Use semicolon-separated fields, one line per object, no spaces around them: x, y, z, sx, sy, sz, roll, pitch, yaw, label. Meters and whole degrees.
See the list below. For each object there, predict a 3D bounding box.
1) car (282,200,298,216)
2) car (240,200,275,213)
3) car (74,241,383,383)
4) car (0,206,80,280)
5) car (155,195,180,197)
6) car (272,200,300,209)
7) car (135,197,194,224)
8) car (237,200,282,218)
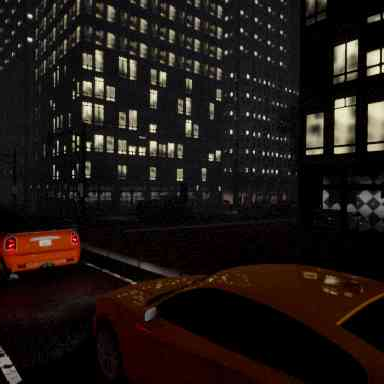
10.945;1.936;37.358;4.206;1.307;1.802;1;0;-39;car
8.496;1.801;42.806;4.674;1.442;1.812;1;0;-39;car
0.743;1.476;3.256;1.882;1.535;5.008;0;0;-40;car
-5.189;1.347;10.304;2.097;1.767;4.553;0;0;-40;car
-2.893;1.373;33.551;5.566;2.045;2.150;1;0;-39;car
14.404;1.882;50.968;4.313;1.339;1.947;1;0;-39;car
-2.181;1.524;26.684;5.009;1.841;2.192;1;0;-39;car
6.701;1.833;33.907;4.829;1.417;1.752;1;0;-39;car
